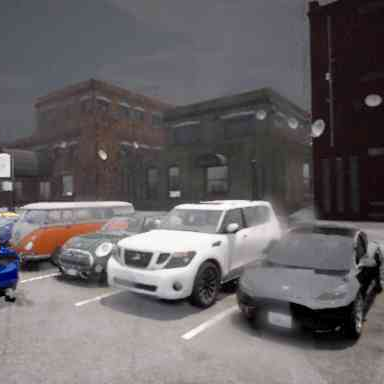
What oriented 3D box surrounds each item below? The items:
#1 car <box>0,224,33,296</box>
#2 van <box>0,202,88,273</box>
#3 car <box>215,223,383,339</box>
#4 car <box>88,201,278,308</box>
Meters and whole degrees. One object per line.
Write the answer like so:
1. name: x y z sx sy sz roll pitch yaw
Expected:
1. car: -5.959 1.567 7.631 5.008 1.535 1.882 -1 0 36
2. van: -4.074 1.350 11.721 1.878 1.987 4.442 -1 0 36
3. car: 2.714 1.528 6.984 2.163 1.488 4.792 -1 0 36
4. car: 0.468 1.275 8.588 2.435 2.045 5.566 -1 0 36
